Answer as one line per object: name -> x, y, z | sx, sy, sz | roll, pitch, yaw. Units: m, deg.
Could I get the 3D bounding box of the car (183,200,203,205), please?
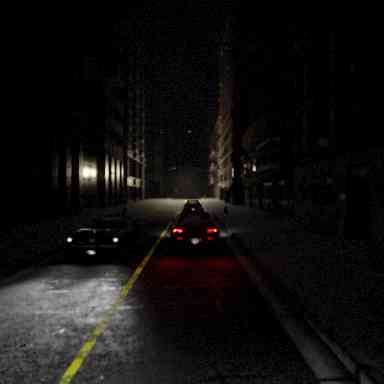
car -> 0.098, 1.462, 31.425 | 1.994, 1.385, 4.181 | 0, 0, 0

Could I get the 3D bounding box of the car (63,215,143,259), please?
car -> -3.101, 1.561, 12.504 | 1.895, 1.301, 4.718 | 0, 0, 0

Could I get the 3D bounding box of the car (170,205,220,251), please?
car -> 0.099, 1.482, 13.665 | 1.812, 1.442, 4.674 | 0, 0, 0
